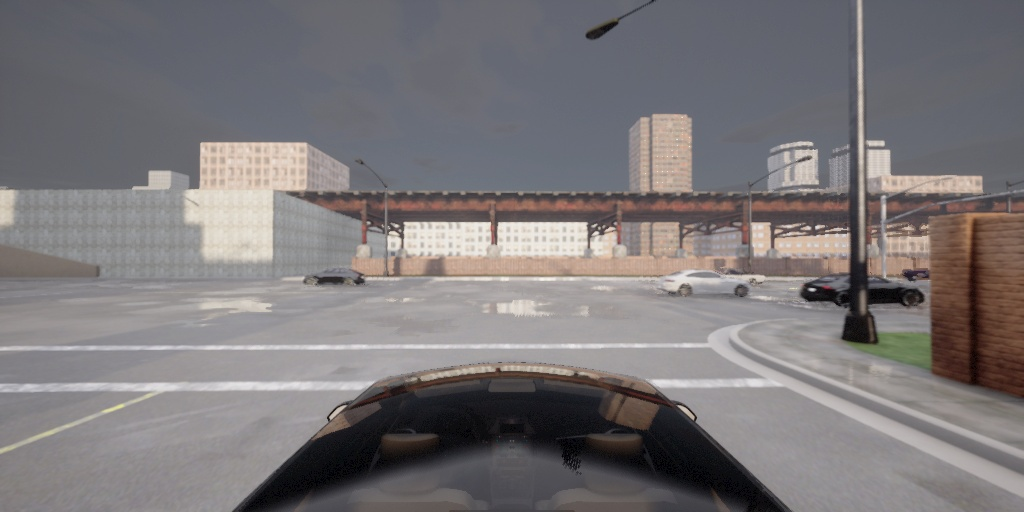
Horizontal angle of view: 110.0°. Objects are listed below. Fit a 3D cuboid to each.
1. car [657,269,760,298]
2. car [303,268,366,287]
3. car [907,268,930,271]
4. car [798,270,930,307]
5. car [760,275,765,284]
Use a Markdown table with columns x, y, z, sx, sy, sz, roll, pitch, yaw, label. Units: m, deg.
| x | y | z | sx | sy | sz | roll | pitch | yaw | label |
| --- | --- | --- | --- | --- | --- | --- | --- | --- | --- |
| 10.293 | 1.443 | 19.369 | 4.674 | 1.442 | 1.812 | 0 | -1 | 2 | car |
| -13.104 | 1.553 | 26.657 | 4.181 | 1.385 | 1.994 | 0 | -1 | 1 | car |
| 31.597 | 1.233 | 26.154 | 4.718 | 1.301 | 1.895 | 0 | -1 | 1 | car |
| 15.220 | 1.449 | 15.774 | 4.181 | 1.385 | 1.994 | 0 | -1 | 1 | car |
| 15.681 | 1.587 | 26.389 | 4.718 | 1.301 | 1.895 | 0 | -1 | 1 | car |
